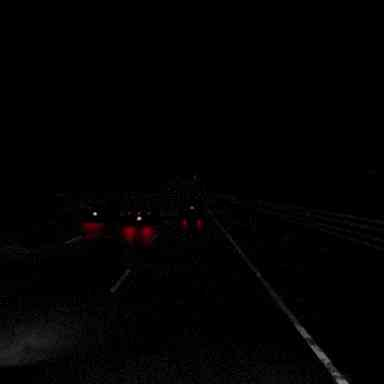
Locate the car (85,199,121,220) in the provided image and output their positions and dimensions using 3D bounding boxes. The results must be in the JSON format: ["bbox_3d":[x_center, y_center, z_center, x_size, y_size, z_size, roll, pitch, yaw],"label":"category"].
[{"bbox_3d":[-6.904,1.289,26.125,1.837,1.490,4.892,0,0,0],"label":"car"}]

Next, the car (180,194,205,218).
[{"bbox_3d":[0.022,1.261,27.608,2.033,1.649,4.856,0,0,0],"label":"car"}]

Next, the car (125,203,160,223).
[{"bbox_3d":[-3.404,1.405,23.688,1.895,1.301,4.718,0,0,0],"label":"car"}]

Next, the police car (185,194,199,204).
[{"bbox_3d":[-0.005,1.073,54.089,2.038,1.542,4.974,0,1,0],"label":"police car"}]
